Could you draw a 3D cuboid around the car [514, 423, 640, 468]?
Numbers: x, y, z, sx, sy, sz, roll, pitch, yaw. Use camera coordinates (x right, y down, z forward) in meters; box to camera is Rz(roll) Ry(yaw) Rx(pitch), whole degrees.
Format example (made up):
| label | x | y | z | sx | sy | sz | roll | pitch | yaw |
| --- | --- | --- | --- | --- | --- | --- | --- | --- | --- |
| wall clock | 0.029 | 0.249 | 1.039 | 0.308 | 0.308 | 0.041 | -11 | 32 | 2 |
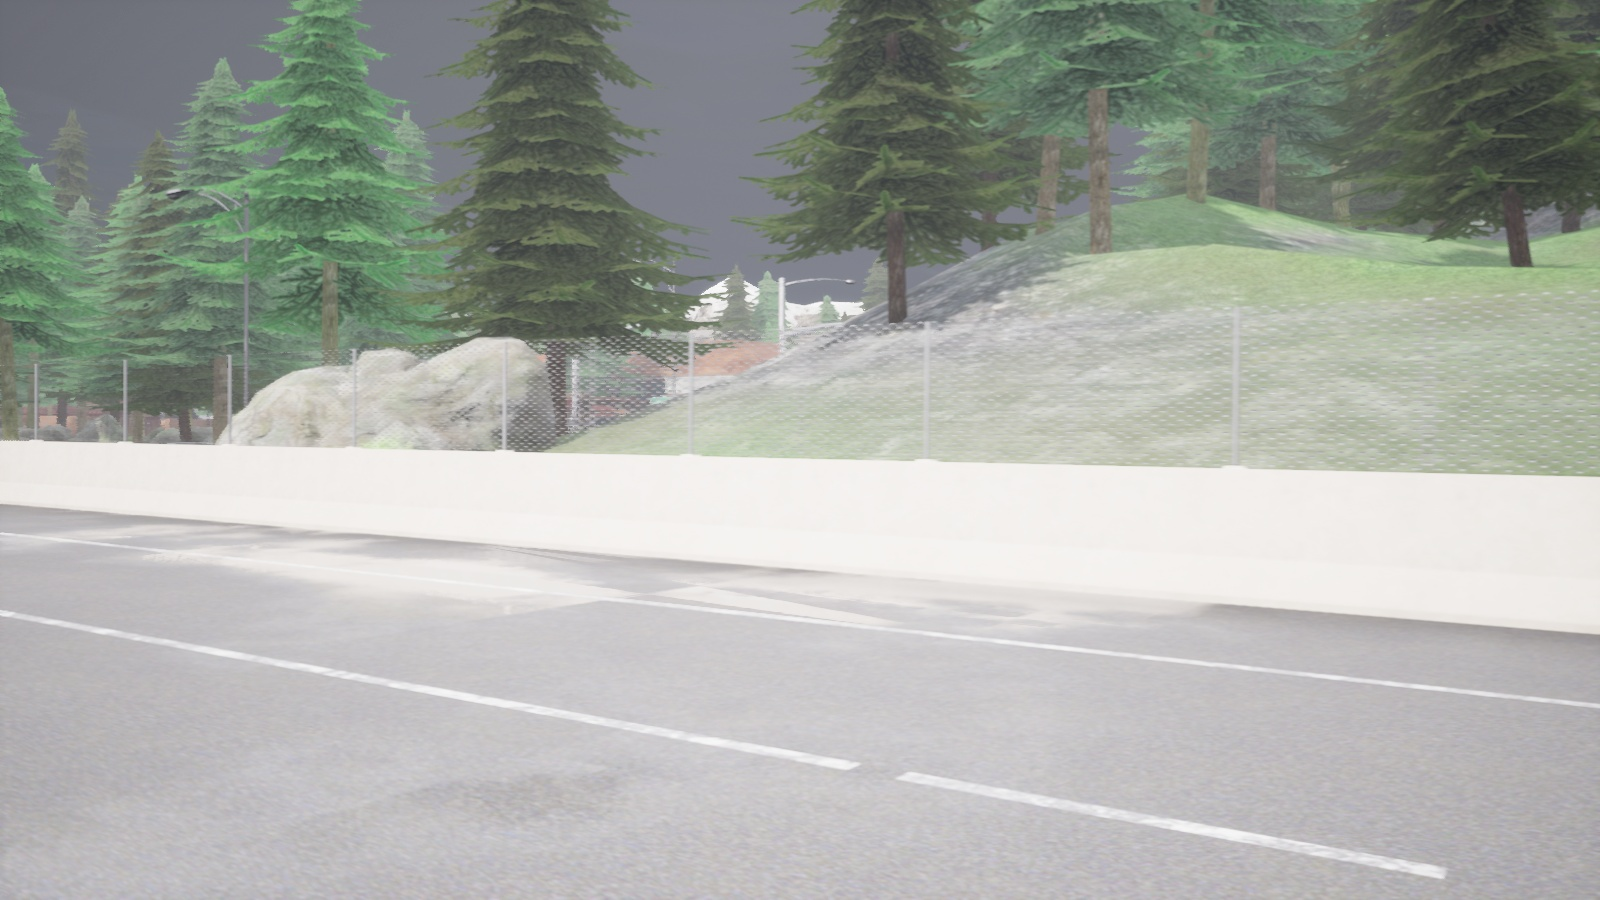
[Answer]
| label | x | y | z | sx | sy | sz | roll | pitch | yaw |
| --- | --- | --- | --- | --- | --- | --- | --- | --- | --- |
| car | -8.665 | -0.212 | 49.090 | 2.242 | 1.667 | 4.611 | 0 | 1 | 34 |
